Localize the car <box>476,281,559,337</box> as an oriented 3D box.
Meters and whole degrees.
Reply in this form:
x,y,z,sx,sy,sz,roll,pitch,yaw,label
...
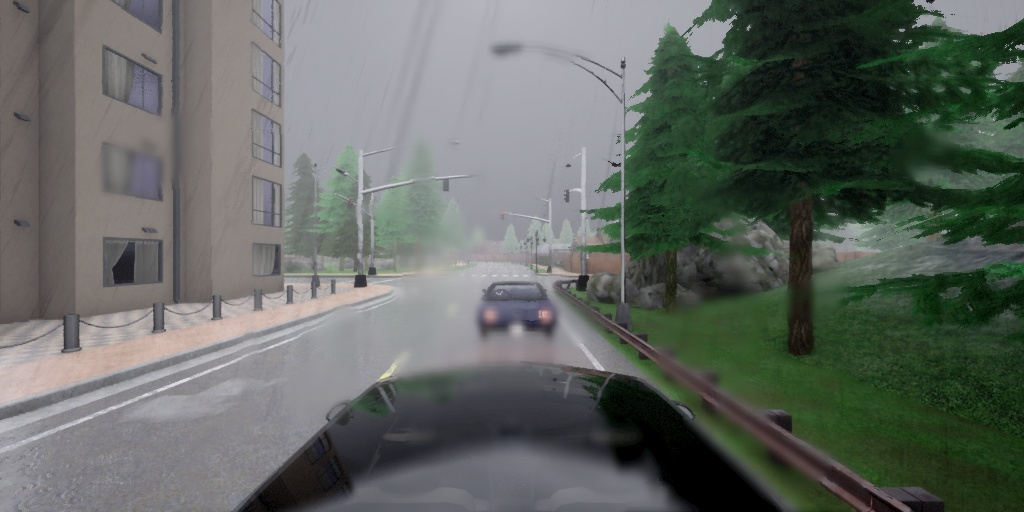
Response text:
x,y,z,sx,sy,sz,roll,pitch,yaw,label
0.105,1.351,10.228,1.895,1.301,4.718,0,0,-1,car
